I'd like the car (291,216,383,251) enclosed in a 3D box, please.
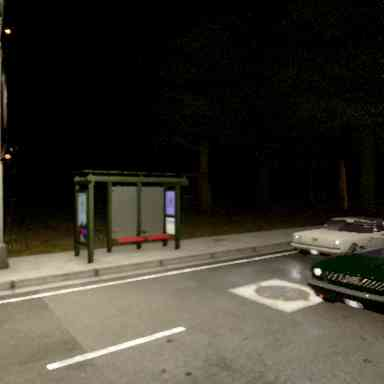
[{"bbox_3d":[5.625,1.565,11.695,4.718,1.301,1.895,0,0,-36],"label":"car"}]

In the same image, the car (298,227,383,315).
[{"bbox_3d":[4.525,1.577,6.917,4.718,1.301,1.895,0,0,-36],"label":"car"}]
